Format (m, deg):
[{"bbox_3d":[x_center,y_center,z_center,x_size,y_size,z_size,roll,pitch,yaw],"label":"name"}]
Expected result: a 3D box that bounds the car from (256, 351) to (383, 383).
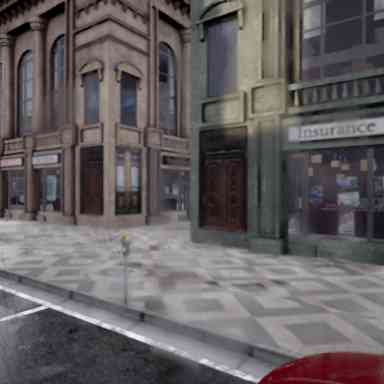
[{"bbox_3d":[2.307,1.555,1.319,4.507,1.381,1.887,1,0,36],"label":"car"}]
